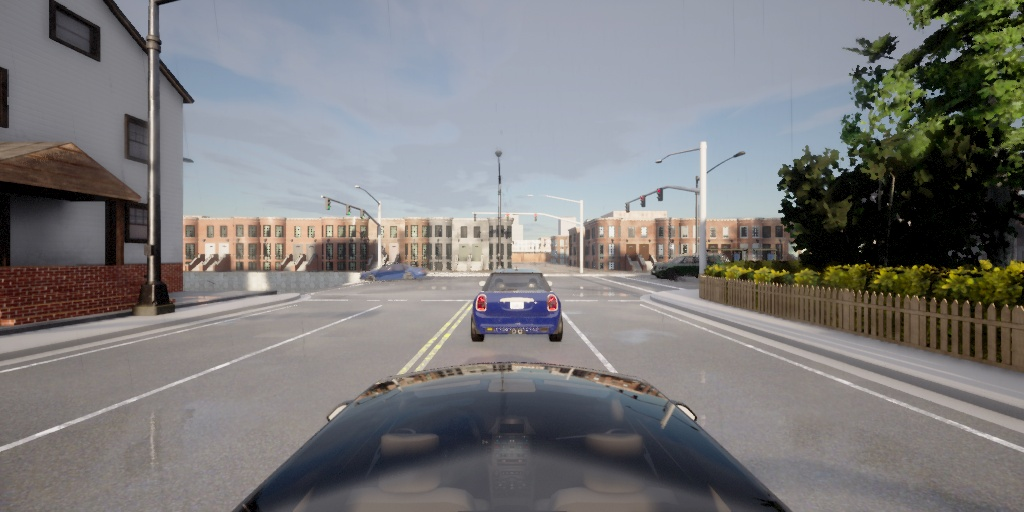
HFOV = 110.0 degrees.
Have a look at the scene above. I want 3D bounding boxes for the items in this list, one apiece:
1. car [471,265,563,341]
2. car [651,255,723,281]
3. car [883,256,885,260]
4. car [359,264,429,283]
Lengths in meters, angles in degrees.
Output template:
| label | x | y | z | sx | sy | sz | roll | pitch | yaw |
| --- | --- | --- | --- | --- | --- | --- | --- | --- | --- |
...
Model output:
| label | x | y | z | sx | sy | sz | roll | pitch | yaw |
| --- | --- | --- | --- | --- | --- | --- | --- | --- | --- |
| car | 0.108 | 1.102 | 9.994 | 2.097 | 1.767 | 4.553 | 0 | 0 | 0 |
| car | 14.520 | 0.971 | 29.704 | 5.566 | 2.045 | 2.150 | 0 | 0 | 0 |
| car | 30.522 | 0.974 | 29.739 | 5.566 | 2.045 | 2.150 | 0 | 0 | 0 |
| car | -9.692 | 1.362 | 29.626 | 5.357 | 1.411 | 2.033 | -2 | 0 | 0 |
